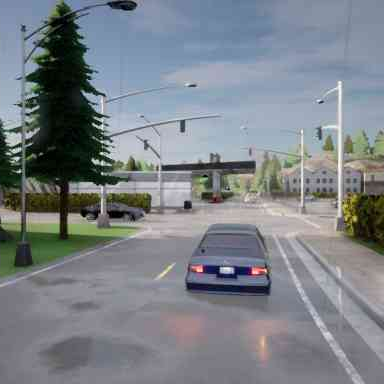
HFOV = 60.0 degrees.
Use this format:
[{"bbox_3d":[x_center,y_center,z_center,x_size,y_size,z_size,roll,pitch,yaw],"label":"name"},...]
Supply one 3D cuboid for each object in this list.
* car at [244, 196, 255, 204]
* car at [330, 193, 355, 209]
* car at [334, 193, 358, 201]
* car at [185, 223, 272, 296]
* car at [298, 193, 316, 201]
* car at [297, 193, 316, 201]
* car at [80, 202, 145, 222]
[{"bbox_3d":[11.184,1.525,64.732,1.812,1.442,4.674,0,0,10],"label":"car"},{"bbox_3d":[20.231,1.330,42.329,5.027,1.636,2.152,0,0,10],"label":"car"},{"bbox_3d":[34.514,1.097,74.628,4.605,1.855,1.932,0,0,10],"label":"car"},{"bbox_3d":[1.085,1.547,8.845,2.033,1.411,5.357,0,0,10],"label":"car"},{"bbox_3d":[27.340,1.077,79.237,3.866,1.878,1.905,0,0,10],"label":"car"},{"bbox_3d":[26.159,1.361,76.070,3.806,1.475,1.970,0,0,10],"label":"car"},{"bbox_3d":[-6.051,1.491,25.532,4.902,1.511,2.128,0,0,9],"label":"car"}]
